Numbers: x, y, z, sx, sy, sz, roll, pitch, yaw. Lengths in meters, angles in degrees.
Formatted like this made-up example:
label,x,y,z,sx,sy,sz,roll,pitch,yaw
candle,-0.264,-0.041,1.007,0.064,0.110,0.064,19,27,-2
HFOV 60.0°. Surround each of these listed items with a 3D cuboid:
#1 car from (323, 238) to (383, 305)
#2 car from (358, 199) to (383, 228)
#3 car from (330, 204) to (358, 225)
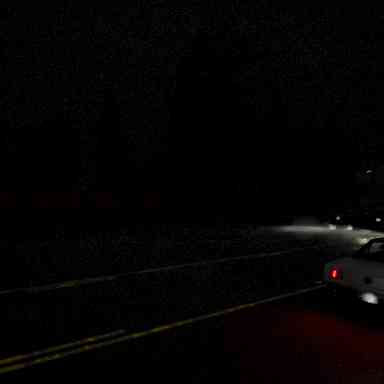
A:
label,x,y,z,sx,sy,sz,roll,pitch,yaw
car,5.056,1.671,7.356,4.718,1.301,1.895,1,0,-36
car,13.989,1.425,22.702,5.566,2.045,2.150,0,0,-37
car,12.787,1.701,26.227,4.902,1.511,2.128,0,0,-38
